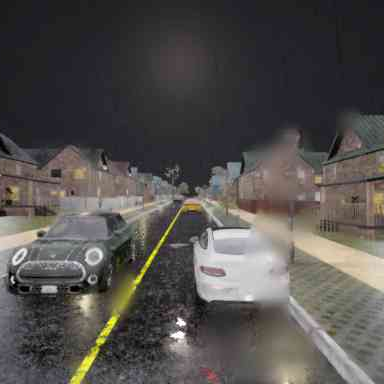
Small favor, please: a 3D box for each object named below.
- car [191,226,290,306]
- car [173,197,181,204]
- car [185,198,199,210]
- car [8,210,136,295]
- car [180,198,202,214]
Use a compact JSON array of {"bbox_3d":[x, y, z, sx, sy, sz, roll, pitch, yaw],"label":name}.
[{"bbox_3d":[0.952,1.532,7.903,1.812,1.442,4.674,0,0,0],"label":"car"},{"bbox_3d":[-2.836,1.728,66.888,1.895,1.301,4.718,0,0,0],"label":"car"},{"bbox_3d":[-0.018,1.572,46.306,1.837,1.490,4.892,0,0,1],"label":"car"},{"bbox_3d":[-2.861,1.359,8.911,2.097,1.767,4.553,0,0,0],"label":"car"},{"bbox_3d":[0.029,1.522,36.294,1.882,1.535,5.008,0,0,0],"label":"car"}]
